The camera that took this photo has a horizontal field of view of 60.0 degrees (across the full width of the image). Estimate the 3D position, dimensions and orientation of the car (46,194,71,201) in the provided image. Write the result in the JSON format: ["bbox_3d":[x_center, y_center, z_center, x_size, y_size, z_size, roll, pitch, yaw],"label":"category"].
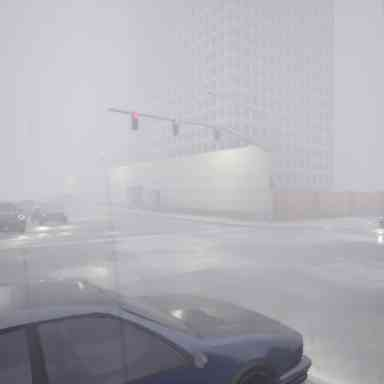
[{"bbox_3d":[-19.968,1.323,50.304,2.150,2.045,5.566,0,-1,-35],"label":"car"}]

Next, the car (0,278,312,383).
[{"bbox_3d":[-1.301,1.549,2.821,5.357,1.411,2.033,1,0,-35],"label":"car"}]

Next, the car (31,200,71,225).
[{"bbox_3d":[-10.657,1.558,24.724,1.812,1.442,4.674,0,0,-35],"label":"car"}]

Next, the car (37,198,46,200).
[{"bbox_3d":[-15.884,1.544,32.098,1.837,1.490,4.892,0,0,-35],"label":"car"}]

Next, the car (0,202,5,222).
[{"bbox_3d":[-16.164,1.538,26.437,1.812,1.442,4.674,0,0,-35],"label":"car"}]

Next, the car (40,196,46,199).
[{"bbox_3d":[-26.088,1.463,58.918,2.097,1.767,4.553,0,0,-35],"label":"car"}]

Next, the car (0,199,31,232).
[{"bbox_3d":[-10.979,1.357,19.131,2.097,1.767,4.553,0,0,-35],"label":"car"}]

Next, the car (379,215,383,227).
[{"bbox_3d":[15.003,1.738,23.274,4.674,1.442,1.812,0,0,-35],"label":"car"}]

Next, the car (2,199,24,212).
[{"bbox_3d":[-21.656,1.573,40.259,1.812,1.442,4.674,0,0,-35],"label":"car"}]
